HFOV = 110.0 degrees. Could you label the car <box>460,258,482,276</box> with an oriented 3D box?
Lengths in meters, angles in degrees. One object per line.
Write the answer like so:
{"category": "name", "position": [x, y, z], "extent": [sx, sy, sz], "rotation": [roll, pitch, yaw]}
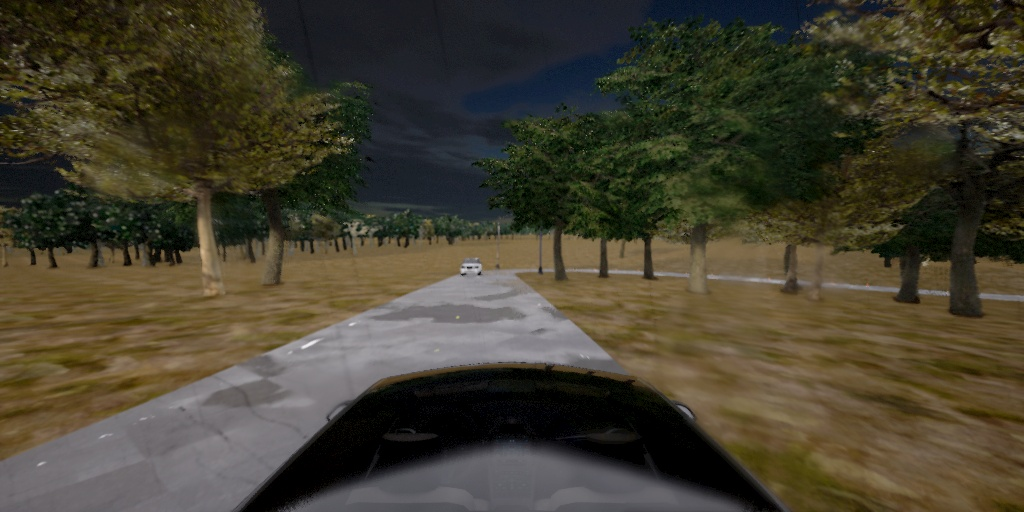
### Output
{"category": "car", "position": [-4.592, 1.233, 40.976], "extent": [2.150, 2.045, 5.566], "rotation": [0, -1, -2]}
